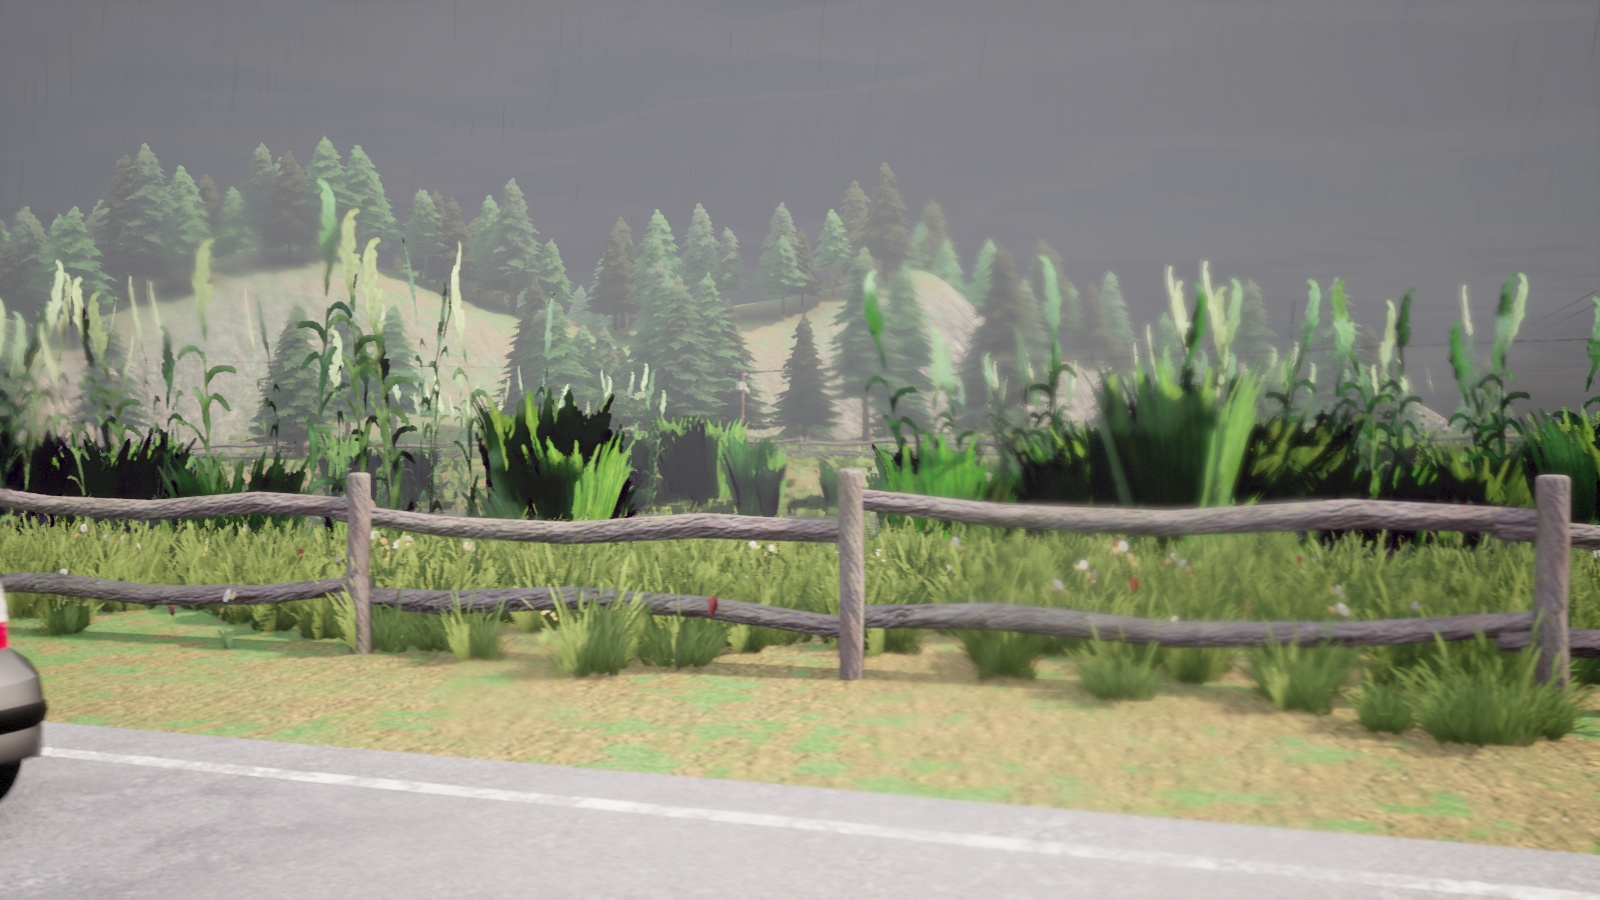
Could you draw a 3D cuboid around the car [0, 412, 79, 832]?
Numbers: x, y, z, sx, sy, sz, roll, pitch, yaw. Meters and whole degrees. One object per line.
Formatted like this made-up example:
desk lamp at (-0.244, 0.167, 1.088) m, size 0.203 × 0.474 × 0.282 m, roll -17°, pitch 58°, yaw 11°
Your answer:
car at (-5.154, 0.663, 4.918) m, size 3.988 × 1.617 × 1.851 m, roll 0°, pitch 1°, yaw 19°
